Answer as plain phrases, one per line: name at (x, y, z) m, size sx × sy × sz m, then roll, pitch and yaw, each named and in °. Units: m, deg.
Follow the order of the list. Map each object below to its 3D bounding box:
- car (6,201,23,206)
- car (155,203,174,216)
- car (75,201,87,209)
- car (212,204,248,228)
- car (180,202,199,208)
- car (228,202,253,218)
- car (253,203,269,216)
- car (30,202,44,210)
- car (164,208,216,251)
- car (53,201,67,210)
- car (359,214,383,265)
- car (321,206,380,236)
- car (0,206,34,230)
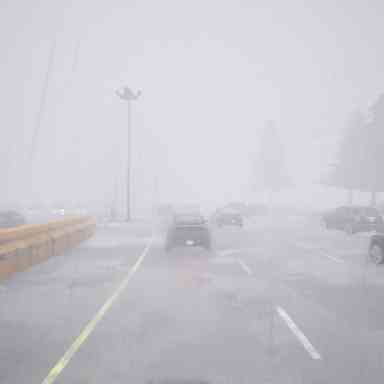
car at (-29.509, 2.230, 55.384) m, size 1.882 × 1.535 × 5.008 m, roll 0°, pitch -1°, yaw -19°
car at (-3.238, 2.032, 39.557) m, size 2.128 × 1.511 × 4.902 m, roll 0°, pitch -1°, yaw -11°
car at (-19.810, 2.307, 59.464) m, size 2.128 × 1.511 × 4.902 m, roll 0°, pitch -1°, yaw -19°
car at (2.547, 1.869, 25.080) m, size 1.812 × 1.442 × 4.674 m, roll 0°, pitch -1°, yaw -6°
car at (-0.369, 2.065, 42.991) m, size 1.882 × 1.535 × 5.008 m, roll 0°, pitch -1°, yaw -12°
car at (4.549, 1.839, 35.660) m, size 2.097 × 1.767 × 4.553 m, roll 0°, pitch -1°, yaw -9°
car at (7.445, 2.033, 39.581) m, size 2.128 × 1.511 × 4.902 m, roll 0°, pitch -1°, yaw -11°
car at (-25.836, 2.305, 55.622) m, size 2.033 × 1.411 × 5.357 m, roll 0°, pitch -1°, yaw -18°
car at (-0.199, 1.716, 15.244) m, size 1.837 × 1.490 × 4.892 m, roll 0°, pitch 0°, yaw -3°
car at (-23.056, 2.287, 58.117) m, size 2.128 × 1.511 × 4.902 m, roll 0°, pitch -1°, yaw -19°
car at (6.998, 1.607, 9.332) m, size 1.882 × 1.535 × 5.008 m, roll 0°, pitch -1°, yaw -1°
car at (9.942, 1.637, 20.810) m, size 2.097 × 1.767 × 4.553 m, roll 0°, pitch -1°, yaw -4°
car at (-11.192, 1.767, 19.153) m, size 1.837 × 1.490 × 4.892 m, roll 0°, pitch -1°, yaw -5°
